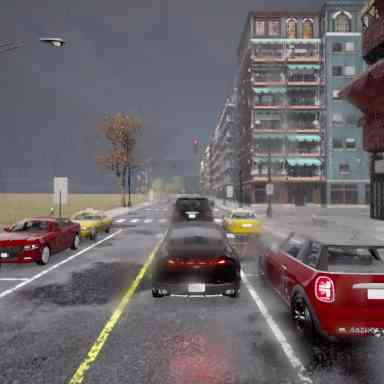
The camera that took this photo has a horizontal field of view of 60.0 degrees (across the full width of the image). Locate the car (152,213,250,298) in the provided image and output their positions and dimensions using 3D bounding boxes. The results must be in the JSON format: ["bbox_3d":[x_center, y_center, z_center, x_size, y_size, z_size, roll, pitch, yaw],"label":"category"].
[{"bbox_3d":[0.090,1.507,8.513,1.837,1.490,4.892,0,0,0],"label":"car"}]

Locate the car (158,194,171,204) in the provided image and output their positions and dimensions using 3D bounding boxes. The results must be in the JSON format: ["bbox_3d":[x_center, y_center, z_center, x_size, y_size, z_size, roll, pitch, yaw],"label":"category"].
[{"bbox_3d":[-5.378,1.334,66.650,2.192,1.841,5.009,1,0,0],"label":"car"}]

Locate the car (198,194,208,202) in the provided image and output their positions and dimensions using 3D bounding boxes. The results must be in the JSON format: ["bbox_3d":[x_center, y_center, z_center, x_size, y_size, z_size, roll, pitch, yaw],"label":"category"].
[{"bbox_3d":[2.489,1.338,78.464,2.192,1.841,5.009,1,0,0],"label":"car"}]

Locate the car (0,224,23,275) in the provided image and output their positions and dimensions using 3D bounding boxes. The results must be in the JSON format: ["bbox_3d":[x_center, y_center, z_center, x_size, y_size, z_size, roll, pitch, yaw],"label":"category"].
[{"bbox_3d":[-5.313,1.552,6.136,2.008,1.369,4.403,1,0,0],"label":"car"}]

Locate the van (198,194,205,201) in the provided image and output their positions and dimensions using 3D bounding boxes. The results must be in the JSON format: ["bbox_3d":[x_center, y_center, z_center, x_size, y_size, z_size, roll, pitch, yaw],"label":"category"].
[{"bbox_3d":[2.476,1.368,89.786,1.690,1.788,3.998,1,0,0],"label":"van"}]

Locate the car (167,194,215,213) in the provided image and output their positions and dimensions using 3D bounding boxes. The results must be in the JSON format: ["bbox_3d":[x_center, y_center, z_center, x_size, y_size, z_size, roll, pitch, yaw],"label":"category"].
[{"bbox_3d":[0.060,1.226,18.367,2.150,2.045,5.566,0,0,1],"label":"car"}]

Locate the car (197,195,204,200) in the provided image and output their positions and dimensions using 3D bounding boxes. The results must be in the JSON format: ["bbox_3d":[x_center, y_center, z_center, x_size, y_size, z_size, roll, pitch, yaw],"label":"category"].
[{"bbox_3d":[2.468,1.555,95.617,1.752,1.417,4.829,1,0,0],"label":"car"}]

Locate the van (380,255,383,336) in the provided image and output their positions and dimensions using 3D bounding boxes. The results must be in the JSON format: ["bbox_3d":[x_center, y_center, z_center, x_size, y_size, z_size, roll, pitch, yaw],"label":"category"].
[{"bbox_3d":[2.575,1.341,1.010,1.690,1.788,3.998,1,0,0],"label":"van"}]

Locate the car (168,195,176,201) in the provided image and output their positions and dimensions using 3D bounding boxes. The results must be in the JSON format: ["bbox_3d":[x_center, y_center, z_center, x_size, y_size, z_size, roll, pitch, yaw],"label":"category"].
[{"bbox_3d":[-5.406,1.609,89.266,1.802,1.307,4.206,1,0,0],"label":"car"}]

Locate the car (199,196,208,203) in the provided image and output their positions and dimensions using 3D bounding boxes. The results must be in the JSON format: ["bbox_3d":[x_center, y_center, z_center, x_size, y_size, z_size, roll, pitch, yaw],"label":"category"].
[{"bbox_3d":[2.493,1.587,72.803,1.947,1.339,4.313,1,0,0],"label":"car"}]

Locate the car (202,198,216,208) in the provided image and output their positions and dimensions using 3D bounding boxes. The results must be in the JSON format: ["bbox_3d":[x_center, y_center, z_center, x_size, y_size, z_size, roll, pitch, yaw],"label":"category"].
[{"bbox_3d":[2.518,1.565,50.159,2.008,1.369,4.403,1,0,0],"label":"car"}]

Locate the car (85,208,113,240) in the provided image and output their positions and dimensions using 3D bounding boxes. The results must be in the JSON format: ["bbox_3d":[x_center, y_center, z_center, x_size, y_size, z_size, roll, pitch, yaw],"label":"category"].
[{"bbox_3d":[-5.325,1.530,17.039,1.752,1.417,4.829,1,0,0],"label":"car"}]

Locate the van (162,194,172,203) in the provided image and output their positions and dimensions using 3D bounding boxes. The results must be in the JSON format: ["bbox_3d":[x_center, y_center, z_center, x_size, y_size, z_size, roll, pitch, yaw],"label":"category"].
[{"bbox_3d":[-5.384,1.362,72.304,1.690,1.788,3.998,1,0,0],"label":"van"}]

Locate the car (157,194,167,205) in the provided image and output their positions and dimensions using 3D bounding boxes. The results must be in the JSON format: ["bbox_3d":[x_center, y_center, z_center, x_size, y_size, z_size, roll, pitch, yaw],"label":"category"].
[{"bbox_3d":[-5.373,1.457,60.995,1.967,1.590,4.097,1,0,0],"label":"car"}]

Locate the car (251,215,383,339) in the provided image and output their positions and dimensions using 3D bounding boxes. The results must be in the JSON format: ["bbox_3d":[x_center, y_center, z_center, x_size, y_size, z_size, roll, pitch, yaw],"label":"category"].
[{"bbox_3d":[2.568,1.442,6.555,1.967,1.590,4.097,1,0,0],"label":"car"}]

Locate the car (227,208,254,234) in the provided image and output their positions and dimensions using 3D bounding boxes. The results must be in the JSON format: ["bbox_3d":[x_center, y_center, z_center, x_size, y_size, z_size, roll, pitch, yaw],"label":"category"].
[{"bbox_3d":[2.554,1.530,17.815,1.752,1.417,4.829,1,0,0],"label":"car"}]

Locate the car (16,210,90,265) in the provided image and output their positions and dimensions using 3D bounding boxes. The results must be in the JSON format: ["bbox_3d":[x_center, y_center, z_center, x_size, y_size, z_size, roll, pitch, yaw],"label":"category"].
[{"bbox_3d":[-5.319,1.548,11.673,1.887,1.381,4.507,1,0,0],"label":"car"}]

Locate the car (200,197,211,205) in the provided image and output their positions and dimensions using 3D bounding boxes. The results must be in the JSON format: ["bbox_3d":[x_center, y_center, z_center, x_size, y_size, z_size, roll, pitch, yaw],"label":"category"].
[{"bbox_3d":[2.505,1.599,61.481,1.802,1.307,4.206,1,0,0],"label":"car"}]
